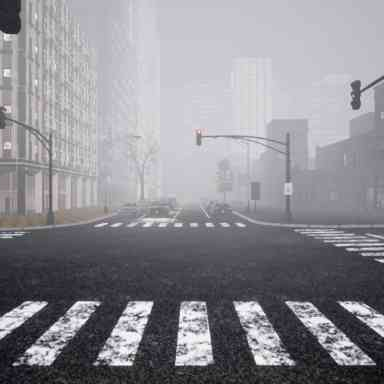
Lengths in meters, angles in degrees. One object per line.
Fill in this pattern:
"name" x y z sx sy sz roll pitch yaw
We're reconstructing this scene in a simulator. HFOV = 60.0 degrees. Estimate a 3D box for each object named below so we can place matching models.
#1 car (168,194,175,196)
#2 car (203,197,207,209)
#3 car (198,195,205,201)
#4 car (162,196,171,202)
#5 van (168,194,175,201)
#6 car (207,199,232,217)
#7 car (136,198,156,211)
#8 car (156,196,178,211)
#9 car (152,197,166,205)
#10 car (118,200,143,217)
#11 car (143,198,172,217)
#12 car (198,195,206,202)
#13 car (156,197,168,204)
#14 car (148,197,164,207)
"car" -3.117 1.500 50.943 1.882 1.535 5.008 0 0 0
"car" 2.668 1.598 41.903 1.802 1.307 4.206 0 0 0
"car" 2.639 1.639 91.771 1.947 1.339 4.313 0 0 0
"car" -5.732 1.631 75.143 1.802 1.307 4.206 0 0 0
"van" -5.741 1.414 91.766 1.690 1.788 3.998 0 0 0
"car" 2.675 1.554 30.821 1.887 1.381 4.507 0 0 0
"car" -5.713 1.541 41.728 1.752 1.417 4.829 0 0 0
"car" -3.120 1.579 40.960 1.994 1.385 4.181 0 0 0
"car" -5.722 1.594 58.520 1.947 1.339 4.313 0 0 0
"car" -5.707 1.591 30.816 1.802 1.307 4.206 0 0 0
"car" -3.135 1.573 30.997 1.994 1.385 4.181 0 0 -2
"car" 2.649 1.600 75.148 2.008 1.369 4.403 0 0 0
"car" -5.726 1.600 64.062 1.947 1.339 4.313 0 0 0
"car" -5.718 1.574 52.980 2.008 1.369 4.403 0 0 0
